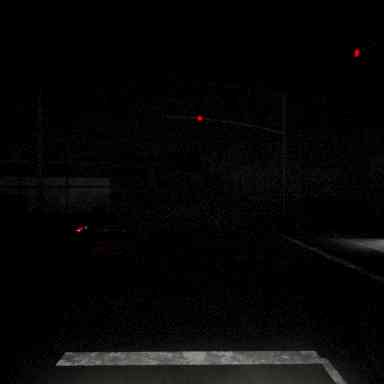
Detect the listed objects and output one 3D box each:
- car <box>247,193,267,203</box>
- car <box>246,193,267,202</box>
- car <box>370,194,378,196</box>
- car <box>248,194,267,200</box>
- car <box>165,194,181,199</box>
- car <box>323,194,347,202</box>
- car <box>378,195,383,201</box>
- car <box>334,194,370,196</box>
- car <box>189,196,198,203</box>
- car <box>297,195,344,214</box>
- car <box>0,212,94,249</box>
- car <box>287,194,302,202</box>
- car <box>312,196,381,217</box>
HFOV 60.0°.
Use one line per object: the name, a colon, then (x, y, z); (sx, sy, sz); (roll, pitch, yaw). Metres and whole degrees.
car: (12.812, 1.360, 65.738); (3.806, 1.475, 1.970); (0, 0, 0)
car: (13.410, 1.076, 69.065); (3.866, 1.878, 1.905); (0, 0, 0)
car: (38.338, 1.232, 69.156); (3.806, 1.475, 1.970); (0, 0, 0)
car: (18.080, 1.333, 91.697); (4.902, 1.511, 2.128); (0, 0, 0)
car: (-5.467, 1.332, 91.667); (4.674, 1.442, 1.812); (0, 0, 0)
car: (31.274, 1.297, 72.790); (4.514, 1.523, 2.007); (0, 0, 0)
car: (38.686, 1.153, 62.739); (5.027, 1.636, 2.152); (0, 0, 0)
car: (20.626, 1.319, 43.357); (3.633, 1.501, 1.845); (0, 0, 0)
car: (0.232, 1.546, 69.759); (2.033, 1.411, 5.357); (0, 0, 0)
car: (12.999, 1.330, 31.481); (5.027, 1.636, 2.152); (0, 0, 0)
car: (-6.955, 1.547, 13.963); (5.357, 1.411, 2.033); (0, 0, -1)
car: (21.291, 1.097, 65.809); (4.605, 1.855, 1.932); (0, 0, 0)
car: (13.063, 1.339, 28.344); (4.514, 1.523, 2.007); (0, 0, 0)
